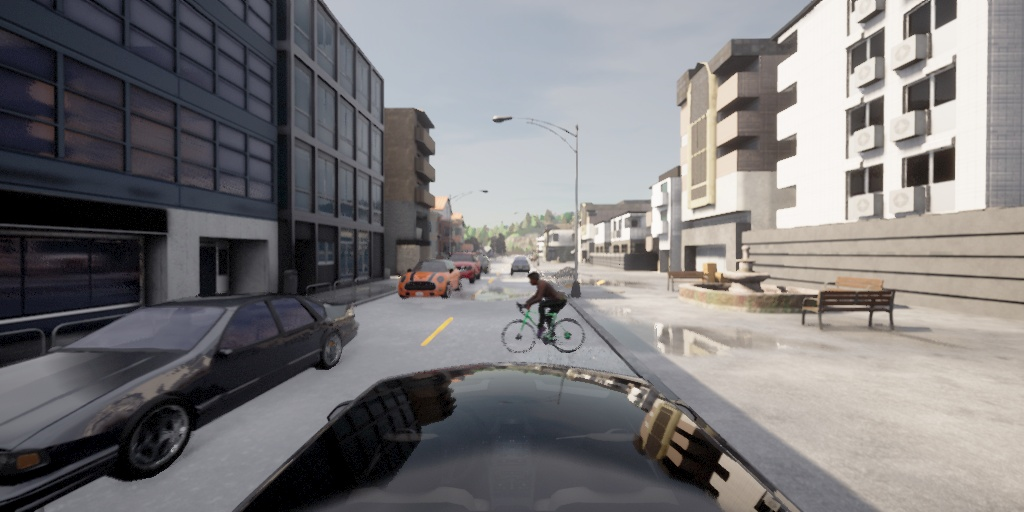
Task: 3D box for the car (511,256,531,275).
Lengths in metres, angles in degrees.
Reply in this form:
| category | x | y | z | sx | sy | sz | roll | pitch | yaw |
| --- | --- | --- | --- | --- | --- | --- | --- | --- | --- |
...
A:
| category | x | y | z | sx | sy | sz | roll | pitch | yaw |
| --- | --- | --- | --- | --- | --- | --- | --- | --- | --- |
| car | 0.809 | 1.006 | 33.887 | 2.033 | 1.411 | 5.357 | 0 | 1 | 2 |

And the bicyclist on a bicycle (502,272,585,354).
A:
| category | x | y | z | sx | sy | sz | roll | pitch | yaw |
| --- | --- | --- | --- | --- | --- | --- | --- | --- | --- |
| bicyclist on a bicycle | 0.609 | 1.132 | 7.088 | 1.656 | 1.620 | 0.582 | -2 | 0 | 1 |

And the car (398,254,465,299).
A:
| category | x | y | z | sx | sy | sz | roll | pitch | yaw |
| --- | --- | --- | --- | --- | --- | --- | --- | --- | --- |
| car | -3.756 | 0.959 | 17.033 | 2.097 | 1.767 | 4.553 | 0 | 1 | 1 |

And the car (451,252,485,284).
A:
| category | x | y | z | sx | sy | sz | roll | pitch | yaw |
| --- | --- | --- | --- | --- | --- | --- | --- | --- | --- |
| car | -3.465 | 0.751 | 25.157 | 2.150 | 2.045 | 5.566 | 0 | 1 | 1 |

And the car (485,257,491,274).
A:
| category | x | y | z | sx | sy | sz | roll | pitch | yaw |
| --- | --- | --- | --- | --- | --- | --- | --- | --- | --- |
| car | -3.260 | 0.801 | 34.650 | 2.097 | 1.767 | 4.553 | 0 | 0 | 2 |

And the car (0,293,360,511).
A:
| category | x | y | z | sx | sy | sz | roll | pitch | yaw |
| --- | --- | --- | --- | --- | --- | --- | --- | --- | --- |
| car | -4.050 | 1.265 | 4.948 | 2.033 | 1.411 | 5.357 | 0 | 1 | 1 |
